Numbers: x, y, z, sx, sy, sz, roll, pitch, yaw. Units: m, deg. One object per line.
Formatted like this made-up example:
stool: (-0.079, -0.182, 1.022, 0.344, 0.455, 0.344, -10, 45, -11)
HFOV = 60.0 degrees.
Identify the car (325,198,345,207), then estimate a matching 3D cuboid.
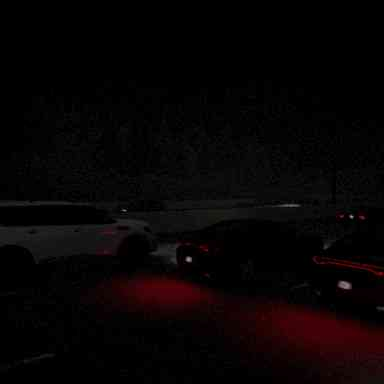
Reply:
car: (24.128, 1.760, 56.144, 1.895, 1.301, 4.718, 0, 0, 39)

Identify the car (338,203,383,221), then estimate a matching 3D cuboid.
car: (11.848, 1.612, 22.509, 5.357, 1.411, 2.033, 0, 0, -42)

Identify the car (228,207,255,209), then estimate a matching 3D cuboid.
car: (4.192, 1.684, 29.943, 4.718, 1.301, 1.895, 0, 0, -42)

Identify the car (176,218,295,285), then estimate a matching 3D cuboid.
car: (1.887, 1.505, 9.675, 5.008, 1.535, 1.882, 0, 0, -38)

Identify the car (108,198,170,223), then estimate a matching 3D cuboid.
car: (-4.287, 1.425, 27.355, 4.553, 1.767, 2.097, 0, 0, -39)

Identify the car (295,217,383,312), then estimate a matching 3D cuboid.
car: (4.664, 1.500, 7.397, 5.008, 1.535, 1.882, 0, 0, -38)

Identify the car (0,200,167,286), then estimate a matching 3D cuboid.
car: (-3.750, 1.248, 9.769, 5.566, 2.045, 2.150, 0, 0, -36)

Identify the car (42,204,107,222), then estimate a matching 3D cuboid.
car: (-9.647, 1.674, 27.490, 4.718, 1.301, 1.895, 0, 0, -38)
